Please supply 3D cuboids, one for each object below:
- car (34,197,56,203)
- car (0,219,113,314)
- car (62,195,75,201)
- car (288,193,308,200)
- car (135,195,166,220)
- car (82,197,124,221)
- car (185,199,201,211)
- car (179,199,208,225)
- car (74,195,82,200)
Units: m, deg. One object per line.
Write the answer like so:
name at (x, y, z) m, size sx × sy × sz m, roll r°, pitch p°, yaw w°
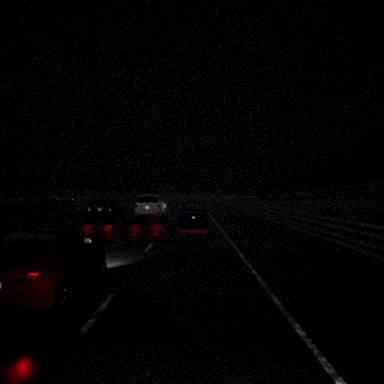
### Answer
car at (-24.543, 1.540, 55.780) m, size 2.033 × 1.411 × 5.357 m, roll 0°, pitch 0°, yaw 1°
car at (-3.401, 1.568, 7.706) m, size 1.994 × 1.385 × 4.181 m, roll 0°, pitch 0°, yaw 0°
car at (-21.051, 1.342, 58.454) m, size 2.097 × 1.767 × 4.553 m, roll 0°, pitch 0°, yaw 1°
car at (19.985, 0.928, 62.981) m, size 1.812 × 1.442 × 4.674 m, roll 0°, pitch -2°, yaw -16°
car at (-3.418, 1.229, 27.926) m, size 2.150 × 2.045 × 5.566 m, roll 0°, pitch 0°, yaw 0°
car at (-6.905, 1.360, 26.986) m, size 2.097 × 1.767 × 4.553 m, roll 0°, pitch 0°, yaw 0°
car at (0.091, 1.566, 42.489) m, size 1.994 × 1.385 × 4.181 m, roll 0°, pitch 0°, yaw 0°
car at (0.095, 1.485, 23.886) m, size 1.882 × 1.535 × 5.008 m, roll 0°, pitch 0°, yaw 0°
car at (-17.568, 1.518, 55.802) m, size 1.812 × 1.442 × 4.674 m, roll 0°, pitch 0°, yaw 0°
